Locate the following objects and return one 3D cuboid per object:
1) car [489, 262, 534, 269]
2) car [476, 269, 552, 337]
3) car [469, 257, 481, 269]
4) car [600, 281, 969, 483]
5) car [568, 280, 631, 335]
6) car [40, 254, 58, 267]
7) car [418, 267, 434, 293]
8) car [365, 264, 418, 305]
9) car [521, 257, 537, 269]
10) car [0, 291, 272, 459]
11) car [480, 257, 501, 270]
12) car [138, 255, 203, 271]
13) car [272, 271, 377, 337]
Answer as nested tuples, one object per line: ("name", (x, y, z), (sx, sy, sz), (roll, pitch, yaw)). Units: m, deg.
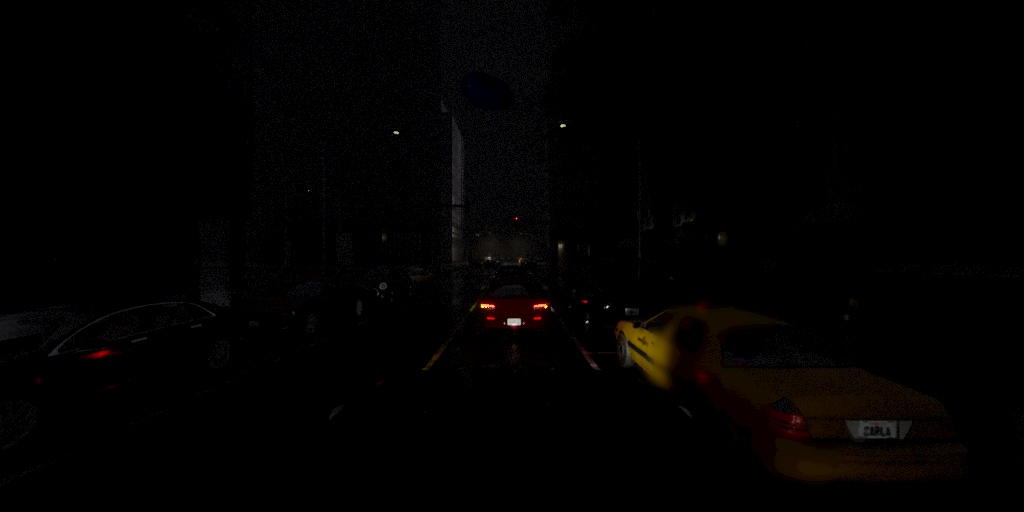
("car", (0.000, 1.255, 19.002), (1.837, 1.490, 4.892), (0, 0, 0))
("car", (0.061, 1.275, 10.135), (1.812, 1.442, 4.674), (0, 0, 0))
("car", (-5.823, 1.075, 58.612), (2.192, 1.841, 5.009), (0, 0, 0))
("car", (2.760, 1.275, 5.015), (1.751, 1.417, 4.829), (0, 0, 0))
("car", (2.755, 1.315, 10.302), (1.948, 1.339, 4.313), (0, 0, 0))
("car", (-48.225, 0.414, 35.712), (4.181, 1.385, 1.994), (1, 0, 0))
("car", (-5.782, 1.275, 21.034), (1.751, 1.417, 4.829), (0, 0, 0))
("car", (-5.776, 1.189, 15.747), (1.967, 1.591, 4.097), (0, 0, 0))
("car", (2.708, 1.198, 53.183), (1.967, 1.591, 4.097), (0, 0, 0))
("car", (-5.764, 1.300, 4.833), (2.007, 1.370, 4.403), (0, 0, 0))
("car", (-3.148, 1.306, 53.861), (2.033, 1.411, 5.357), (0, 0, 0))
("car", (-30.935, 0.667, 32.614), (4.902, 1.511, 2.128), (1, 0, 0))
("car", (-5.771, 1.295, 10.290), (1.888, 1.381, 4.507), (0, 0, 0))
